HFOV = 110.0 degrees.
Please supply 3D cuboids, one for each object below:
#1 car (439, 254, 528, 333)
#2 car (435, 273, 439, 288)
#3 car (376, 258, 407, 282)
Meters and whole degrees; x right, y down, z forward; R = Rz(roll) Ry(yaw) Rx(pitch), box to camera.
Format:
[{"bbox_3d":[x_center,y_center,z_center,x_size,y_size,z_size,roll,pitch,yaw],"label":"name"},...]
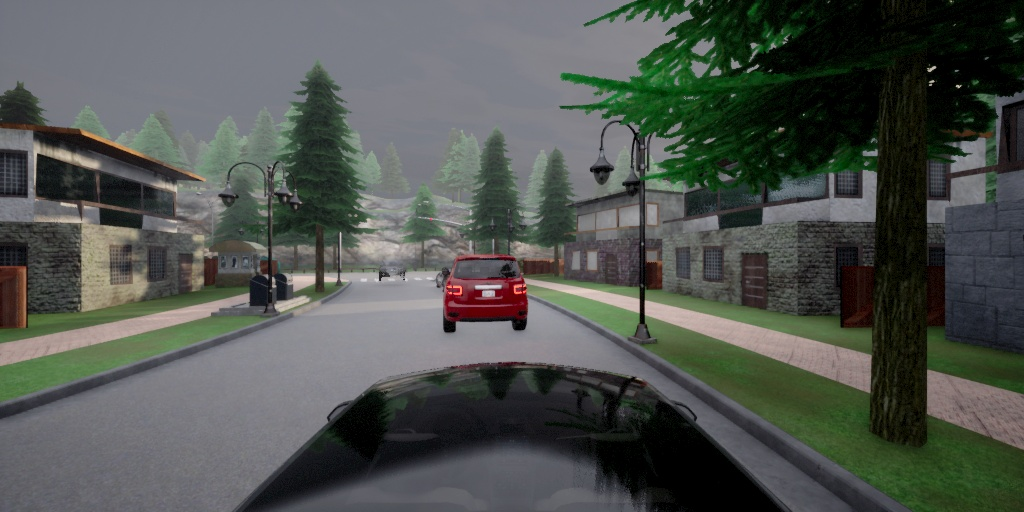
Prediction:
[{"bbox_3d":[-0.952,0.971,11.023,2.150,2.045,5.566,0,0,-9],"label":"car"},{"bbox_3d":[-3.368,1.297,21.206,2.033,1.411,5.357,0,0,-18],"label":"car"},{"bbox_3d":[-8.794,0.929,26.160,2.128,1.511,4.902,0,0,-20],"label":"car"}]
